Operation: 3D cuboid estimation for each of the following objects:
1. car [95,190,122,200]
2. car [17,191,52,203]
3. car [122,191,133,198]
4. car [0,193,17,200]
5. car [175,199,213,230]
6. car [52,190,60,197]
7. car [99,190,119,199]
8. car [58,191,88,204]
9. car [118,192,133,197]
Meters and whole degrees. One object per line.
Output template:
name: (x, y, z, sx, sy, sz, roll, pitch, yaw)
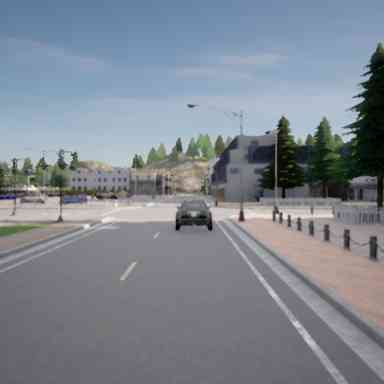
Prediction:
car: (-17.251, 0.632, 67.977, 4.605, 1.855, 1.932, 0, 0, 0)
car: (-24.808, 1.029, 52.375, 3.806, 1.475, 1.970, 0, 0, 0)
car: (-17.666, 0.577, 83.677, 5.027, 1.636, 2.152, 0, 0, 0)
car: (-35.801, 0.880, 64.366, 3.633, 1.501, 1.845, 0, 0, 0)
car: (0.100, 1.210, 19.910, 2.097, 1.767, 4.553, 0, 0, 0)
car: (-35.050, 0.499, 86.814, 4.605, 1.855, 1.932, 0, 0, 0)
car: (-17.664, 0.591, 70.883, 3.866, 1.878, 1.905, 0, 0, 0)
car: (-17.387, 1.040, 49.396, 3.633, 1.501, 1.845, 0, 0, 0)
car: (-17.990, 0.611, 90.095, 3.806, 1.475, 1.970, 0, 0, 0)
